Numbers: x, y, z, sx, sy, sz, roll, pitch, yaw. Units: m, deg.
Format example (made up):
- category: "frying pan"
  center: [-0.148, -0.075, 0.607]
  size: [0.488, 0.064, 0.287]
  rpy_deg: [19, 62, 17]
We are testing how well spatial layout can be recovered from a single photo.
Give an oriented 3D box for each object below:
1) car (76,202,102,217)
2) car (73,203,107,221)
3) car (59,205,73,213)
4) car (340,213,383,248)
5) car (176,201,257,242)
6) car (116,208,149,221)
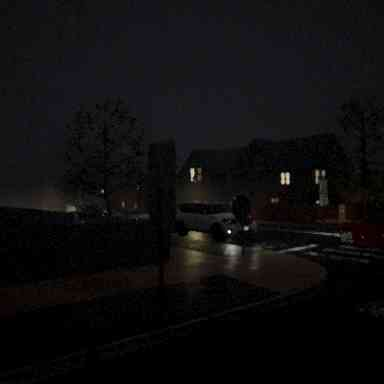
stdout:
- category: "car"
  center: [-13.829, 2.295, 44.470]
  size: [2.097, 1.767, 4.553]
  rpy_deg: [-1, -1, -35]
- category: "car"
  center: [-10.593, 2.272, 34.987]
  size: [1.837, 1.490, 4.892]
  rpy_deg: [-1, -1, -36]
- category: "car"
  center: [-19.568, 2.702, 52.394]
  size: [1.812, 1.442, 4.674]
  rpy_deg: [-1, -1, -36]
- category: "car"
  center: [7.966, 1.528, 13.134]
  size: [1.882, 1.535, 5.008]
  rpy_deg: [0, -1, -12]
- category: "car"
  center: [1.084, 1.514, 18.665]
  size: [2.150, 2.045, 5.566]
  rpy_deg: [-1, -1, -35]
- category: "car"
  center: [-4.601, 2.049, 26.601]
  size: [1.812, 1.442, 4.674]
  rpy_deg: [-1, -1, -35]
